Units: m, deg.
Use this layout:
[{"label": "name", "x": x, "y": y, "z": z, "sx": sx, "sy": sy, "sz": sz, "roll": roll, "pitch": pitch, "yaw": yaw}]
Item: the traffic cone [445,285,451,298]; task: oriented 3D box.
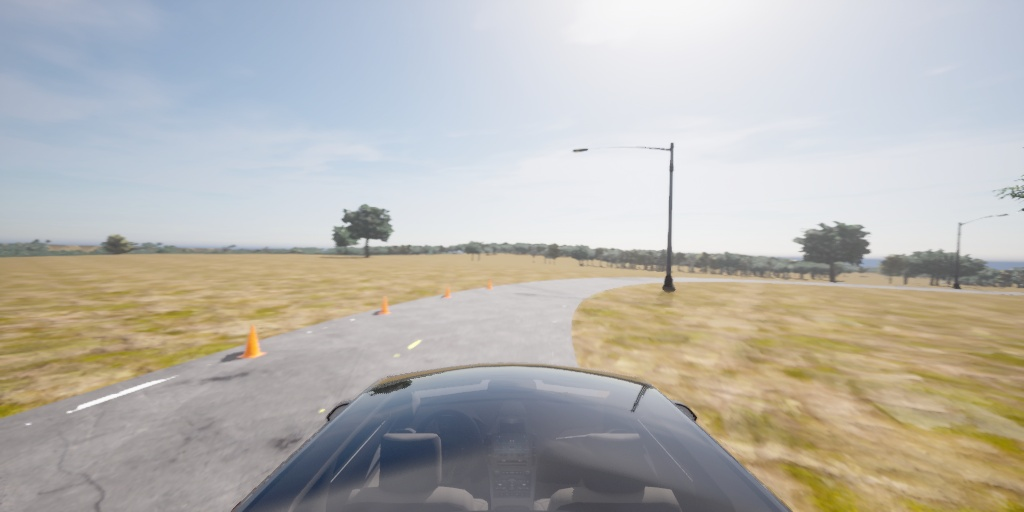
[{"label": "traffic cone", "x": -3.090, "y": 1.685, "z": 17.235, "sx": 0.340, "sy": 0.580, "sz": 0.340, "roll": 0, "pitch": 0, "yaw": 16}]

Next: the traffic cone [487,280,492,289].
[{"label": "traffic cone", "x": -1.376, "y": 1.748, "z": 22.218, "sx": 0.340, "sy": 0.580, "sz": 0.340, "roll": 0, "pitch": 0, "yaw": 22}]

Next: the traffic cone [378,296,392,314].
[{"label": "traffic cone", "x": -4.298, "y": 1.643, "z": 12.107, "sx": 0.340, "sy": 0.580, "sz": 0.340, "roll": 0, "pitch": 0, "yaw": 10}]

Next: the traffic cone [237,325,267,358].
[{"label": "traffic cone", "x": -4.987, "y": 1.620, "z": 6.883, "sx": 0.340, "sy": 0.580, "sz": 0.340, "roll": 0, "pitch": 0, "yaw": 5}]
